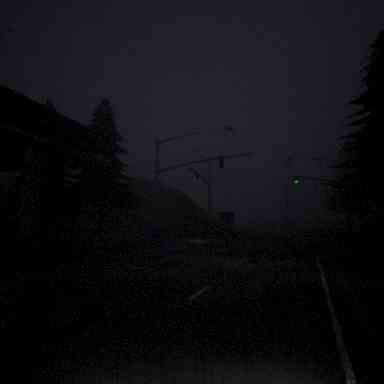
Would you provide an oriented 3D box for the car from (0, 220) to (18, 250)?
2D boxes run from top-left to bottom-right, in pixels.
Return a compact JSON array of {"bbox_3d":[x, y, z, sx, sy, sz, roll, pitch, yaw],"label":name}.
[{"bbox_3d":[-12.590,2.807,22.024,3.866,1.878,1.905,-1,-4,18],"label":"car"}]

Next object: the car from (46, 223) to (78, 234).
[{"bbox_3d":[-15.704,4.205,38.483,4.718,1.301,1.895,-1,-4,20],"label":"car"}]
